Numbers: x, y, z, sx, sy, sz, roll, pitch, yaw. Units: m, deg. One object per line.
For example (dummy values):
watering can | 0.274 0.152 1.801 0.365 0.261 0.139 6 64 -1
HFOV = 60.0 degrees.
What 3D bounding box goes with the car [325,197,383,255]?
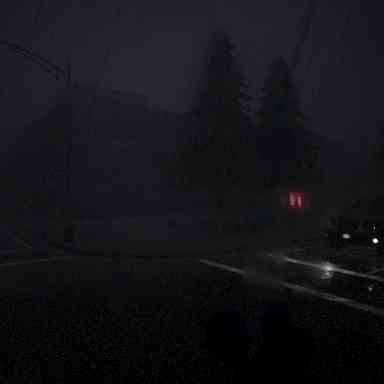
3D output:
car | 7.811 1.249 13.684 5.566 2.045 2.150 0 0 -36
